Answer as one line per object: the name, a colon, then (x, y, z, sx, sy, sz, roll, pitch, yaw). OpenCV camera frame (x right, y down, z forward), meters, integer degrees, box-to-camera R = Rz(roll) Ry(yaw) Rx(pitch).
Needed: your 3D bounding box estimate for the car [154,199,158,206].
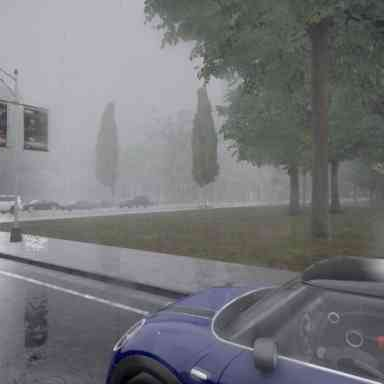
car: (-8.150, 1.833, 59.652, 2.128, 1.511, 4.902, 0, 0, 36)

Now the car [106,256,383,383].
car: (1.394, 1.352, 2.694, 4.553, 1.767, 2.097, 0, 0, 36)

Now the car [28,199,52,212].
car: (-19.778, 1.692, 43.090, 1.882, 1.535, 5.008, 0, 0, 35)

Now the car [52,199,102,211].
car: (-15.121, 1.775, 44.079, 2.033, 1.411, 5.357, 0, 0, 35)

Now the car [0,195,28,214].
car: (-21.085, 1.396, 35.563, 2.150, 2.045, 5.566, 0, 0, 34)

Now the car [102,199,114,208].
car: (-14.096, 1.834, 51.209, 1.994, 1.385, 4.181, 0, 0, 35)

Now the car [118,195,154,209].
car: (-9.132, 1.512, 52.631, 2.150, 2.045, 5.566, 0, 0, 36)
